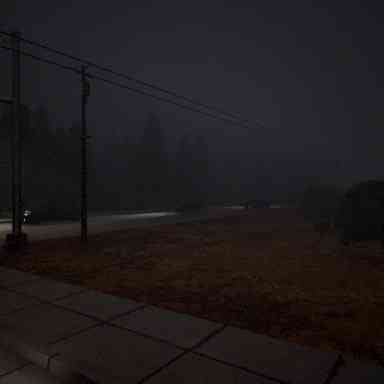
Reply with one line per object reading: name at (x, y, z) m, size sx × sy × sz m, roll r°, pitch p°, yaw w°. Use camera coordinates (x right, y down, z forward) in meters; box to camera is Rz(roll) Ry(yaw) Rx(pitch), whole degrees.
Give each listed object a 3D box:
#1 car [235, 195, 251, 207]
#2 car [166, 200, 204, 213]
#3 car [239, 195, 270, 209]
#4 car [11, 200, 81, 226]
car at (8.143, 1.203, 48.731) m, size 2.097 × 1.767 × 4.553 m, roll 0°, pitch 0°, yaw 37°
car at (-0.729, 1.531, 36.871) m, size 1.895 × 1.301 × 4.718 m, roll 0°, pitch 0°, yaw 37°
car at (8.428, 1.467, 43.024) m, size 1.895 × 1.301 × 4.718 m, roll 0°, pitch 0°, yaw 37°
car at (-10.373, 1.365, 23.871) m, size 2.097 × 1.767 × 4.553 m, roll 0°, pitch 0°, yaw 37°
